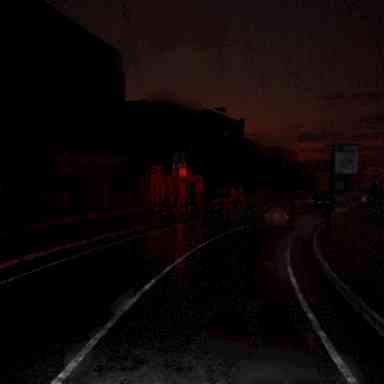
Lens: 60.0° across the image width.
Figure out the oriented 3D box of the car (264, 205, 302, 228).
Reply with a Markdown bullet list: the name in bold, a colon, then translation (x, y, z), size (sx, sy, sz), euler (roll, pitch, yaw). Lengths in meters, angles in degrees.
- **car**: translation (6.521, 1.636, 23.448), size (2.033, 1.411, 5.357), euler (2, 1, 26)

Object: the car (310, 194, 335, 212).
- **car**: translation (15.700, 1.256, 39.853), size (2.150, 2.045, 5.566), euler (3, 2, 30)
